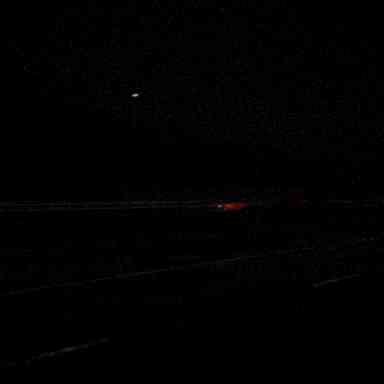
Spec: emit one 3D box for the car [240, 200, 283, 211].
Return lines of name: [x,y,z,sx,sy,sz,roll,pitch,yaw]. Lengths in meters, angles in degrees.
car: [7.294,1.698,30.683,5.357,1.411,2.033,0,0,-35]

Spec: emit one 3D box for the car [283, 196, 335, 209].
car: [10.419,1.510,28.604,4.553,1.767,2.097,0,0,-35]

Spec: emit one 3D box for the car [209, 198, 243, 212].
car: [4.085,1.508,36.978,4.553,1.767,2.097,0,0,-35]

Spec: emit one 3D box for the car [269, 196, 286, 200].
car: [9.946,1.406,36.850,5.566,2.045,2.150,1,0,-35]
